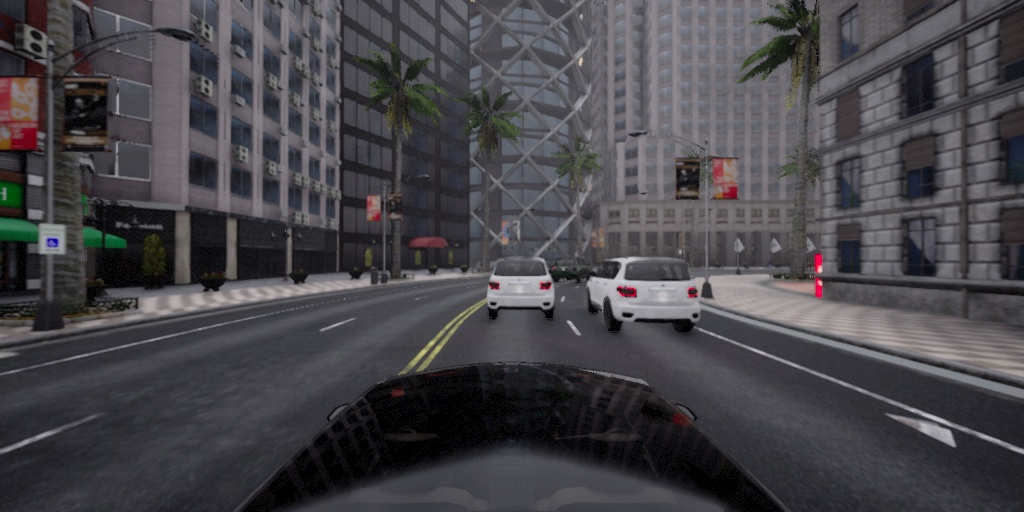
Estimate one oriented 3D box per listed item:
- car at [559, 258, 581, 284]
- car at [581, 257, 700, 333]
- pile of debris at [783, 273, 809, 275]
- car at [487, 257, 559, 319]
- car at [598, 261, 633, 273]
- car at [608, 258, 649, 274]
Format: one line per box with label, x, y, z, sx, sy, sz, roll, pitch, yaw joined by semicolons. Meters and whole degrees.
car;5.186;1.161;30.081;2.150;2.045;5.566;-1;-1;27
car;3.733;1.038;11.220;2.150;2.045;5.566;0;0;3
pile of debris;39.450;2.249;49.876;1.860;0.140;1.500;0;0;0
car;0.424;1.052;13.388;2.150;2.045;5.566;0;0;4
car;14.610;1.557;50.656;5.008;1.535;1.882;0;-1;-31
car;15.381;1.277;47.160;5.566;2.045;2.150;0;-1;-33
